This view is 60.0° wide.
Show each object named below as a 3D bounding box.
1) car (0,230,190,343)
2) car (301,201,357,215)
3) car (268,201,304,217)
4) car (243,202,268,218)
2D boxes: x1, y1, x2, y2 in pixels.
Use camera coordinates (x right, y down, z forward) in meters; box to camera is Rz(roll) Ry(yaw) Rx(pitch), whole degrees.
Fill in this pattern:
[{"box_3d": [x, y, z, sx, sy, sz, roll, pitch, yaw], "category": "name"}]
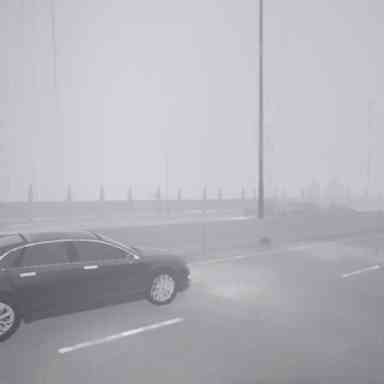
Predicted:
[{"box_3d": [-2.289, 1.505, 6.413, 4.892, 1.490, 1.837, 0, 0, -35], "category": "car"}, {"box_3d": [10.296, 1.577, 24.229, 4.181, 1.385, 1.994, 0, 0, -35], "category": "car"}, {"box_3d": [8.860, 1.519, 27.504, 4.892, 1.490, 1.837, 0, 0, -35], "category": "car"}, {"box_3d": [6.635, 1.578, 30.215, 4.181, 1.385, 1.994, 0, 0, -35], "category": "car"}]
